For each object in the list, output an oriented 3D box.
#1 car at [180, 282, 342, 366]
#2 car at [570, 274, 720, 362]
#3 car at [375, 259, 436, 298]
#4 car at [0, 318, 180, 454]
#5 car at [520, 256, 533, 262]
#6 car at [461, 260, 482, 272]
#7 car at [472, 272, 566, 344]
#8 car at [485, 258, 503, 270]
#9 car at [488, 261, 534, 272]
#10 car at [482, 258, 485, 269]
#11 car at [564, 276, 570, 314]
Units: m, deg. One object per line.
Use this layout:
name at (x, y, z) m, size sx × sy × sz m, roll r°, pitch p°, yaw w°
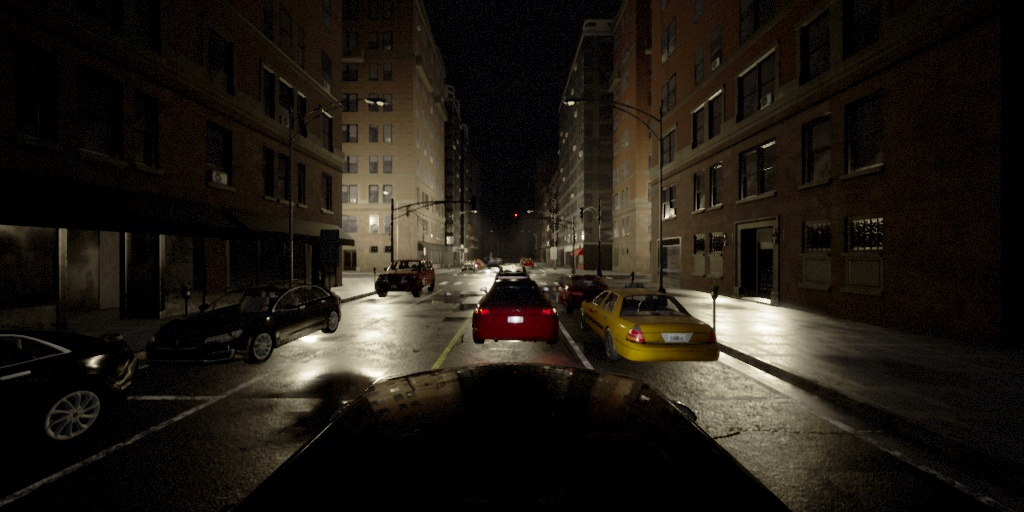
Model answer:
car at (-5.377, 1.298, 7.914) m, size 2.007 × 1.370 × 4.403 m, roll 0°, pitch 0°, yaw 0°
car at (2.648, 1.273, 8.059) m, size 1.751 × 1.417 × 4.829 m, roll 0°, pitch 0°, yaw 0°
car at (-5.355, 1.058, 18.739) m, size 2.192 × 1.841 × 5.009 m, roll 0°, pitch 0°, yaw 0°
car at (-5.388, 1.300, 2.501) m, size 2.007 × 1.370 × 4.403 m, roll 0°, pitch 0°, yaw 0°
car at (2.757, 1.160, 61.541) m, size 1.967 × 1.591 × 4.097 m, roll 0°, pitch 0°, yaw 0°
car at (-5.301, 1.282, 45.203) m, size 2.007 × 1.370 × 4.403 m, roll 0°, pitch 0°, yaw 0°
car at (0.082, 1.311, 9.571) m, size 1.994 × 1.385 × 4.181 m, roll 0°, pitch 0°, yaw 0°
car at (-2.737, 1.327, 53.424) m, size 1.895 × 1.301 × 4.718 m, roll 0°, pitch 0°, yaw 0°
car at (0.035, 1.234, 19.440) m, size 2.128 × 1.511 × 4.902 m, roll 0°, pitch 0°, yaw 0°
car at (-5.290, 1.273, 50.657) m, size 1.888 × 1.381 × 4.507 m, roll 0°, pitch 0°, yaw 0°
car at (2.659, 1.327, 13.301) m, size 1.802 × 1.307 × 4.207 m, roll 0°, pitch 0°, yaw 0°
